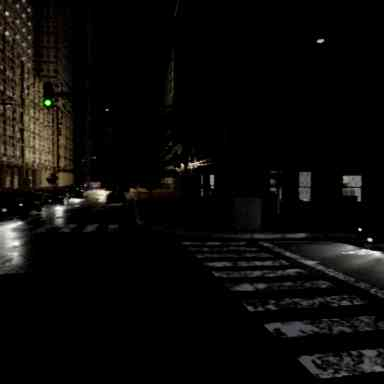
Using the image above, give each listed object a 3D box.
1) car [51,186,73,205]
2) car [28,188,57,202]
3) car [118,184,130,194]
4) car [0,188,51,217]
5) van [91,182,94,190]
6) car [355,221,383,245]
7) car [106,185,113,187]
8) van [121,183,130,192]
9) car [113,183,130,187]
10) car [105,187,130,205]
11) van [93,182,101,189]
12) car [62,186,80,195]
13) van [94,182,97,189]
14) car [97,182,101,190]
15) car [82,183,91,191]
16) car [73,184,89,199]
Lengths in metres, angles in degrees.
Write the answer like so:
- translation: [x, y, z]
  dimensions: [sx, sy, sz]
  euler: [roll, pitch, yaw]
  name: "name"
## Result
- translation: [-12.499, 0.389, 30.586]
  dimensions: [1.812, 1.442, 4.674]
  euler: [0, 2, -10]
  name: "car"
- translation: [-15.872, 0.270, 35.448]
  dimensions: [1.802, 1.307, 4.206]
  euler: [0, 2, -10]
  name: "car"
- translation: [-11.974, -0.563, 58.581]
  dimensions: [1.967, 1.590, 4.097]
  euler: [0, 2, -10]
  name: "car"
- translation: [-10.789, 0.666, 20.853]
  dimensions: [2.128, 1.511, 4.902]
  euler: [0, 2, -9]
  name: "car"
- translation: [-21.664, -1.033, 68.079]
  dimensions: [1.690, 1.788, 3.998]
  euler: [0, 2, -10]
  name: "van"
- translation: [9.147, 1.422, 12.802]
  dimensions: [5.357, 1.411, 2.033]
  euler: [1, 2, -13]
  name: "car"
- translation: [-15.156, -0.605, 61.899]
  dimensions: [1.812, 1.442, 4.674]
  euler: [0, 2, -10]
  name: "car"
- translation: [-13.905, -1.018, 69.457]
  dimensions: [1.690, 1.788, 3.998]
  euler: [0, 2, -10]
  name: "van"
- translation: [-11.008, -0.510, 53.137]
  dimensions: [2.192, 1.841, 5.009]
  euler: [0, 2, -10]
  name: "car"
- translation: [-7.099, 0.444, 31.395]
  dimensions: [1.947, 1.339, 4.313]
  euler: [0, 2, -10]
  name: "car"
- translation: [-25.526, -1.745, 89.838]
  dimensions: [1.690, 1.788, 3.998]
  euler: [0, 2, -10]
  name: "van"
- translation: [-18.768, -0.274, 51.767]
  dimensions: [1.947, 1.339, 4.313]
  euler: [0, 2, -10]
  name: "car"
- translation: [-22.629, -1.211, 73.519]
  dimensions: [1.690, 1.788, 3.998]
  euler: [0, 2, -10]
  name: "van"
- translation: [-24.560, -1.593, 84.397]
  dimensions: [2.192, 1.841, 5.009]
  euler: [0, 2, -10]
  name: "car"
- translation: [-20.699, -0.756, 62.643]
  dimensions: [1.967, 1.590, 4.097]
  euler: [0, 2, -10]
  name: "car"
- translation: [-14.300, 0.101, 40.732]
  dimensions: [1.994, 1.385, 4.181]
  euler: [0, 2, -10]
  name: "car"
